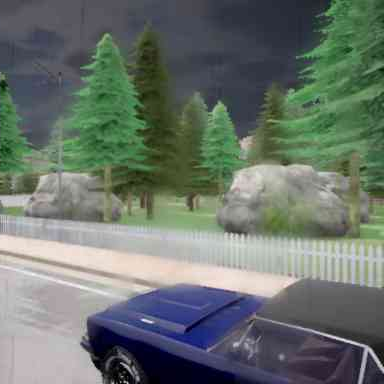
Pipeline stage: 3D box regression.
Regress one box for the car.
[{"bbox_3d":[1.038,1.602,3.252,4.718,1.301,1.895,0,0,36],"label":"car"}]
